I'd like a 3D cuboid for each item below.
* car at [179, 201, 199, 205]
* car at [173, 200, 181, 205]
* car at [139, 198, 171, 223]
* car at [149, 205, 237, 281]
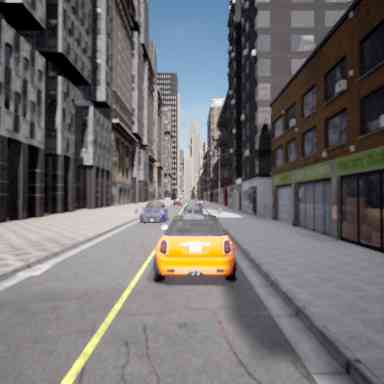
[{"bbox_3d":[0.100,1.844,32.258,2.033,1.411,5.357,0,-1,0],"label":"car"},{"bbox_3d":[-3.002,2.252,68.544,1.895,1.301,4.718,0,-1,0],"label":"car"},{"bbox_3d":[-3.100,1.610,28.013,2.097,1.767,4.553,0,-1,0],"label":"car"},{"bbox_3d":[0.089,1.449,10.288,2.097,1.767,4.553,0,-1,0],"label":"car"}]
